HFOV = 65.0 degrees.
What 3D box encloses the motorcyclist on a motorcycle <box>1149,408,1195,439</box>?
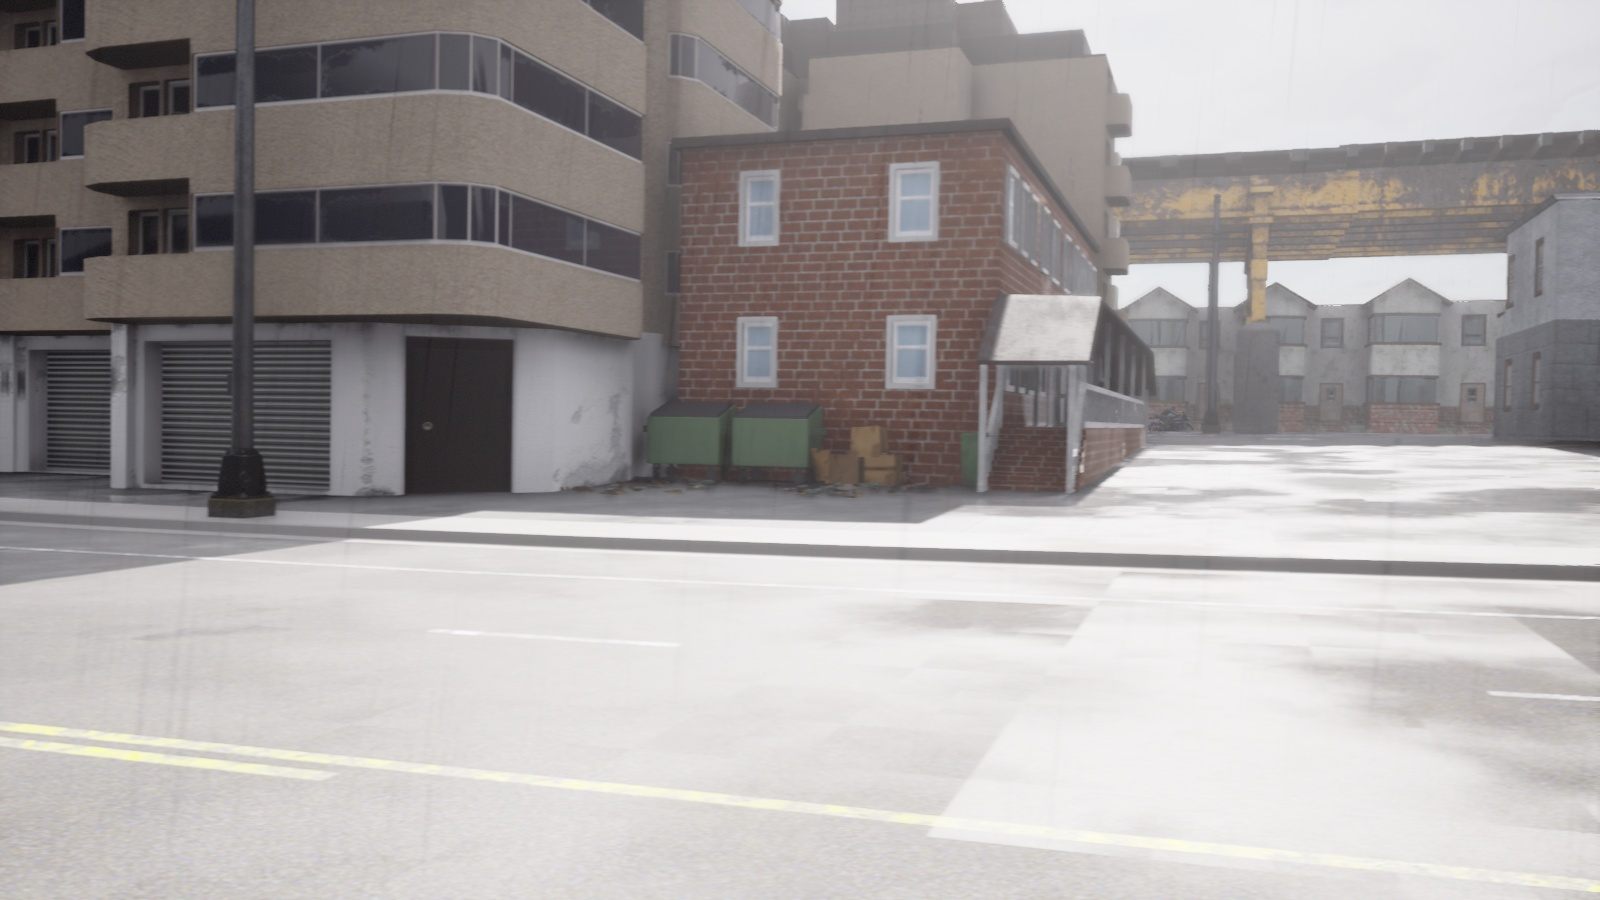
[{"bbox_3d":[18.988,-1.348,64.132,2.191,1.530,0.866,1,1,19],"label":"motorcyclist on a motorcycle"}]
